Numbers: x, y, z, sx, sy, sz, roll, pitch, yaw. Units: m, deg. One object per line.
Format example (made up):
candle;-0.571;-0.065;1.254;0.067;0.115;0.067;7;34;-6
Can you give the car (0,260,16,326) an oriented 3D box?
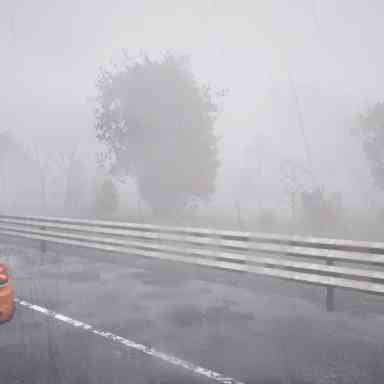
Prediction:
car;-5.084;1.353;5.790;4.553;1.767;2.097;0;0;36
